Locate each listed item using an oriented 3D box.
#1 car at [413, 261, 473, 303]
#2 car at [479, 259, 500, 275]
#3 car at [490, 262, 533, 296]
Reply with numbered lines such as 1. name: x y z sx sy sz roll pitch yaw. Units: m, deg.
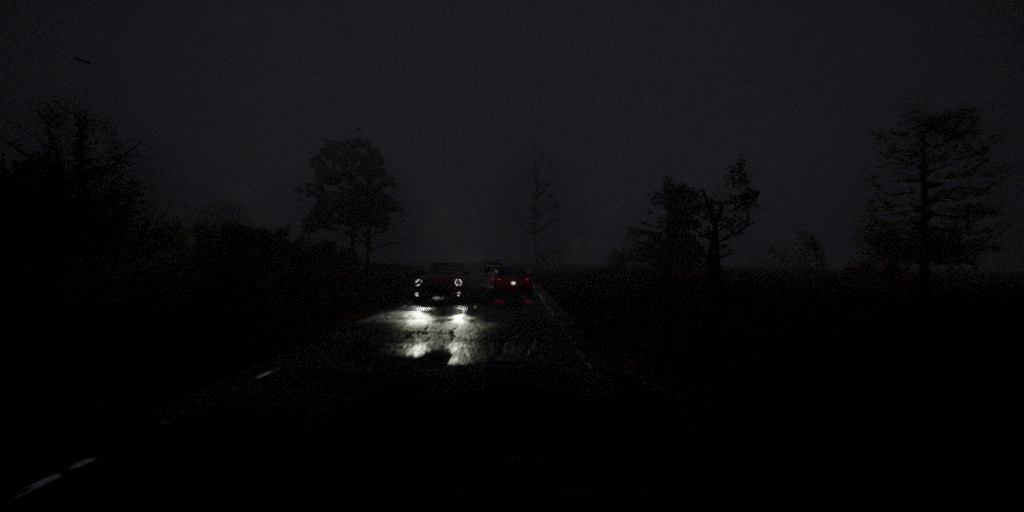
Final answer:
1. car: -2.957 1.031 16.103 2.097 1.767 4.553 0 0 -1
2. car: -2.088 1.055 35.918 1.837 1.490 4.892 0 0 -13
3. car: 0.021 1.228 18.813 1.994 1.385 4.181 0 0 -1
